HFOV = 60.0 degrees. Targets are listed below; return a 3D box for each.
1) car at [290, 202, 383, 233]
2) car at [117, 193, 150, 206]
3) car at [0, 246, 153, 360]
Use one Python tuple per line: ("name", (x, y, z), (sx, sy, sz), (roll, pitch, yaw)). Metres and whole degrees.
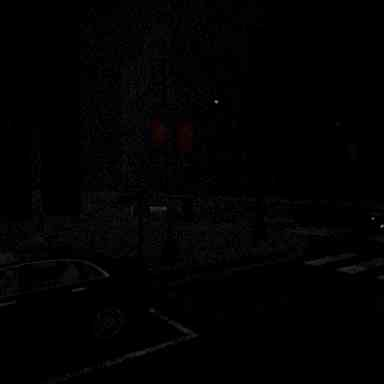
("car", (7.551, 1.224, 17.231), (1.895, 1.301, 4.718), (-1, 2, -35))
("car", (-6.565, 0.731, 37.138), (1.895, 1.301, 4.718), (-1, 1, -35))
("car", (-2.687, 1.545, 4.730), (4.403, 1.369, 2.008), (-1, 1, -36))
